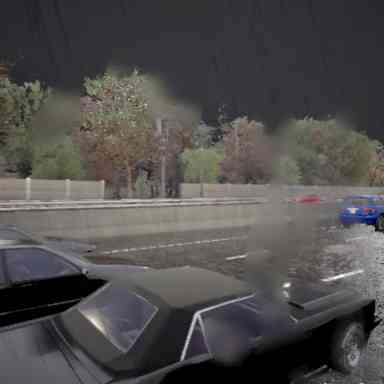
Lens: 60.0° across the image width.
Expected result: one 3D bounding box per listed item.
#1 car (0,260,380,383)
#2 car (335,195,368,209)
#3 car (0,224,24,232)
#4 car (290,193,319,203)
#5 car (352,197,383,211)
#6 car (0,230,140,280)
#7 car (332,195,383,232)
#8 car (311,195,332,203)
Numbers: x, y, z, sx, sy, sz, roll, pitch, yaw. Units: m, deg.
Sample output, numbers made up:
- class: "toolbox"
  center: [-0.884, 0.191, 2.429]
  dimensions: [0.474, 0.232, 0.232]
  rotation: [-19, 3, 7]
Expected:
- class: "car"
  center: [0.207, 1.599, 3.894]
  dimensions: [4.718, 1.301, 1.895]
  rotation: [0, 0, -35]
- class: "car"
  center: [21.699, 1.343, 45.197]
  dimensions: [4.553, 1.767, 2.097]
  rotation: [0, 0, -35]
- class: "car"
  center: [-5.206, 1.547, 8.632]
  dimensions: [5.357, 1.411, 2.033]
  rotation: [0, 0, -35]
- class: "car"
  center: [17.371, 1.211, 50.702]
  dimensions: [5.566, 2.045, 2.150]
  rotation: [0, 0, -35]
- class: "car"
  center: [22.142, 1.467, 41.233]
  dimensions: [5.008, 1.535, 1.882]
  rotation: [0, 0, -35]
- class: "car"
  center: [-3.167, 1.547, 5.788]
  dimensions: [5.357, 1.411, 2.033]
  rotation: [0, 0, -35]
- class: "car"
  center: [11.280, 1.206, 20.384]
  dimensions: [5.566, 2.045, 2.150]
  rotation: [0, 0, -35]
- class: "car"
  center: [19.621, 1.555, 48.011]
  dimensions: [4.181, 1.385, 1.994]
  rotation: [0, 0, -35]
